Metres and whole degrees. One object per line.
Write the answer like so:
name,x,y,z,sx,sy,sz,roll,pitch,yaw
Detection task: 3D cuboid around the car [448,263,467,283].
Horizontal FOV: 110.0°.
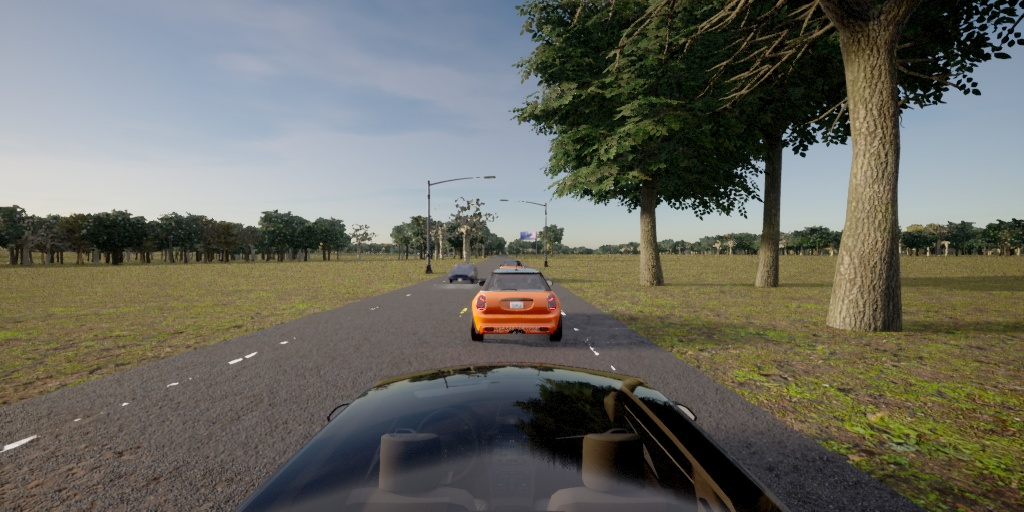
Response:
car,-3.626,1.277,27.562,2.033,1.411,5.357,0,0,0

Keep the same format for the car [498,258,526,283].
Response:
car,0.060,1.078,28.858,2.097,1.767,4.553,0,0,1

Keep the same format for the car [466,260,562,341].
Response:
car,0.105,1.098,10.016,2.097,1.767,4.553,0,0,0
